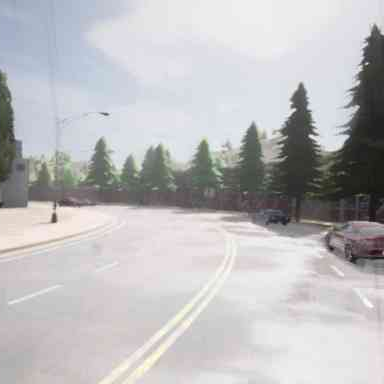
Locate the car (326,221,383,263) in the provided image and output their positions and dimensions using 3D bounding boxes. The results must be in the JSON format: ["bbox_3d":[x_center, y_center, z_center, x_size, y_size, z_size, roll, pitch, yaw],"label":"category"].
[{"bbox_3d":[6.718,1.880,13.128,1.812,1.442,4.674,2,0,8],"label":"car"}]

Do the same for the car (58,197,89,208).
[{"bbox_3d":[-18.786,1.625,51.769,5.008,1.535,1.882,1,-1,38],"label":"car"}]

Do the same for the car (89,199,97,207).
[{"bbox_3d":[-17.687,1.789,55.320,4.181,1.385,1.994,1,-1,37],"label":"car"}]

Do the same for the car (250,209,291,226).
[{"bbox_3d":[6.551,2.148,28.457,1.895,1.301,4.718,2,-1,-9],"label":"car"}]
